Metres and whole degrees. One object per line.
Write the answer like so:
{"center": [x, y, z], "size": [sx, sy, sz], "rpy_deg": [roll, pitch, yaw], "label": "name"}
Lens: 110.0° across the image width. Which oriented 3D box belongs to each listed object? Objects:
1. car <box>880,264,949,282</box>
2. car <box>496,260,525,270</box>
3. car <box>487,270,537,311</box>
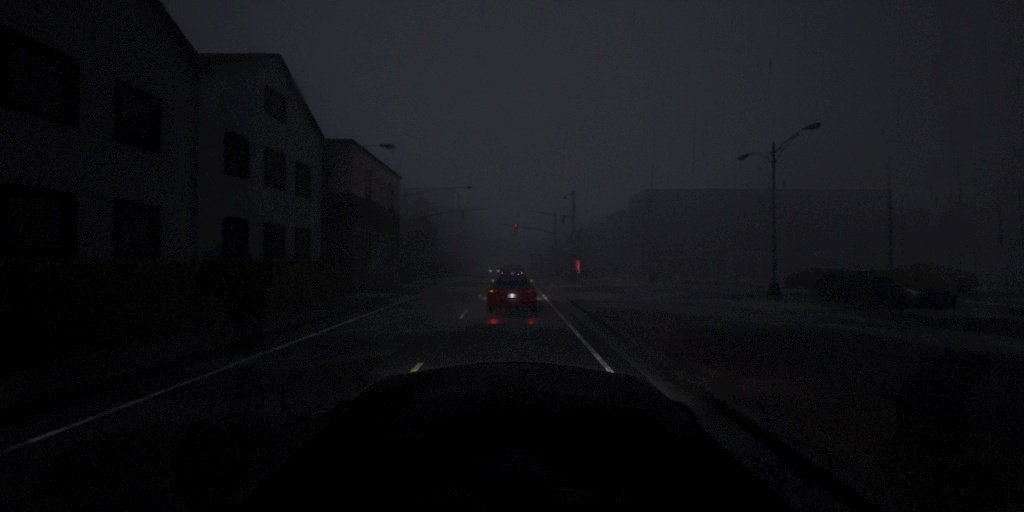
{"center": [45.169, 1.830, 40.298], "size": [5.008, 1.535, 1.882], "rpy_deg": [0, -1, 0], "label": "car"}
{"center": [0.022, 1.417, 30.258], "size": [2.097, 1.767, 4.553], "rpy_deg": [0, -1, 0], "label": "car"}
{"center": [0.021, 1.465, 15.281], "size": [1.994, 1.385, 4.181], "rpy_deg": [0, -1, 0], "label": "car"}
